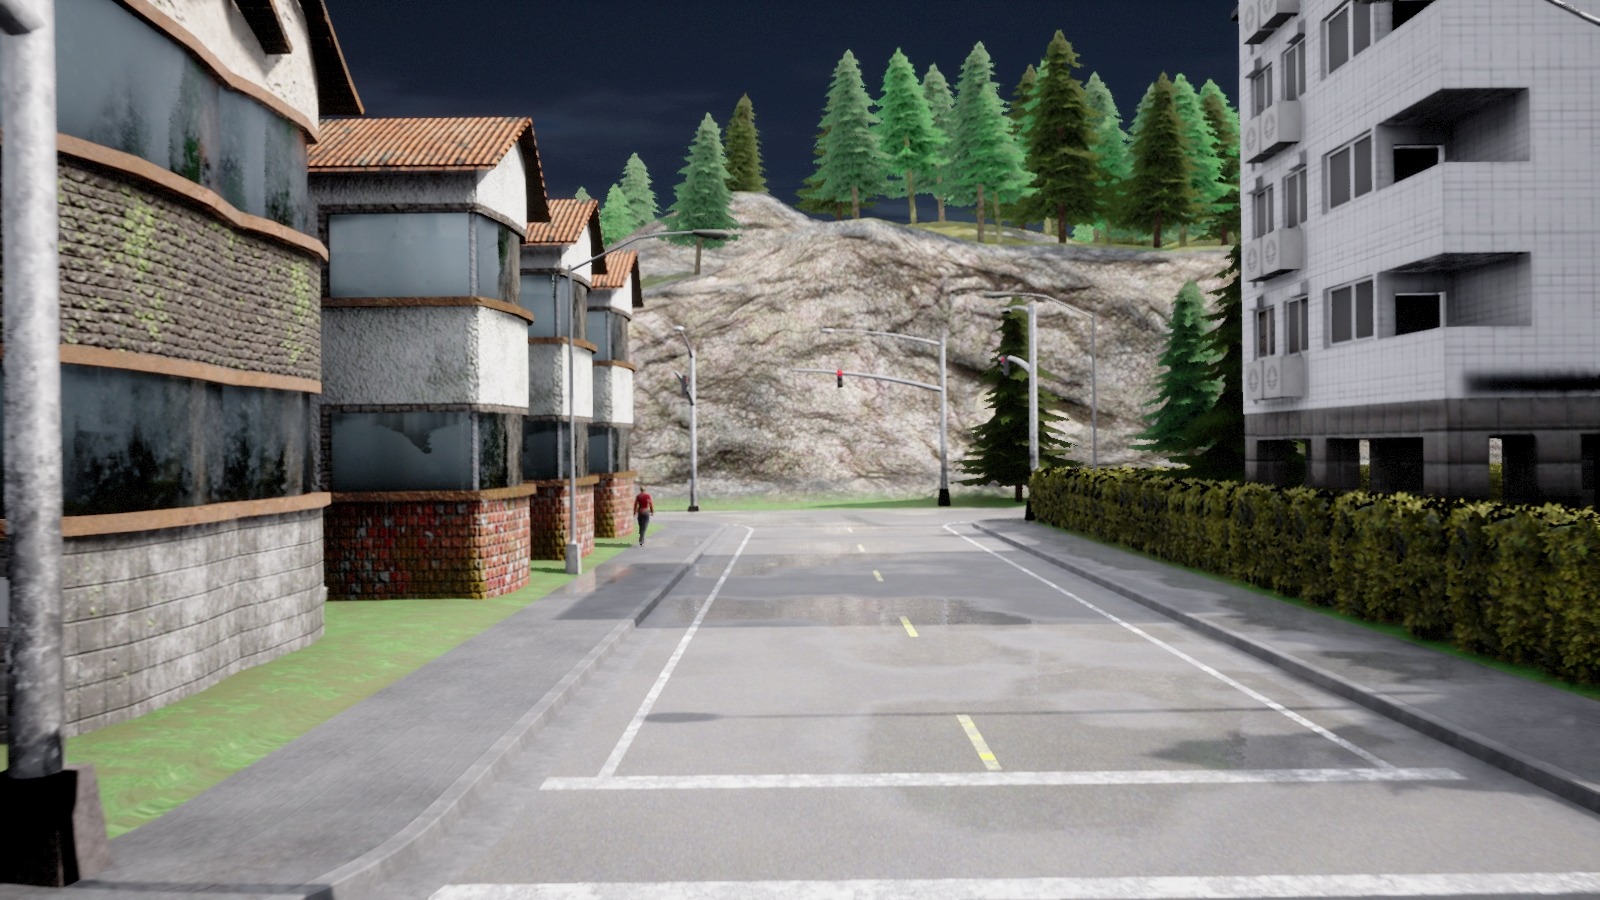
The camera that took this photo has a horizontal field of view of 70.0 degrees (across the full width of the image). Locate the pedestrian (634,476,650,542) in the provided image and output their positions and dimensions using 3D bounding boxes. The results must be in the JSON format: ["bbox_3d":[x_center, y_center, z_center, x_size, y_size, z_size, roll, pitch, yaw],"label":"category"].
[{"bbox_3d":[-4.524,1.691,32.734,0.375,1.860,0.375,-1,0,-2],"label":"pedestrian"}]
